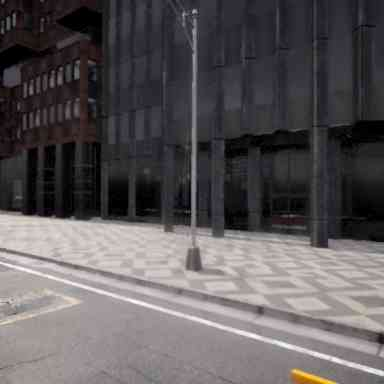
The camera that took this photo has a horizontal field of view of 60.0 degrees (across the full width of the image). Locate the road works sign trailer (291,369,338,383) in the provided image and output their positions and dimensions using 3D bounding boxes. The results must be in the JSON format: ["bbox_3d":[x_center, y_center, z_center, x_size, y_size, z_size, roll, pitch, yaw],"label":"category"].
[{"bbox_3d":[2.145,0.512,2.435,2.880,3.560,2.380,0,-1,37],"label":"road works sign trailer"}]
